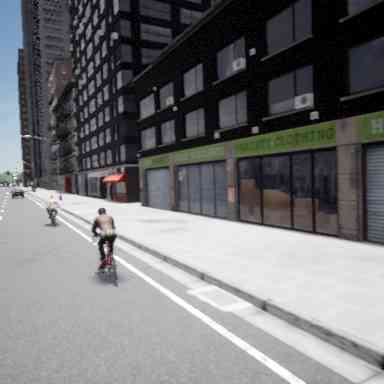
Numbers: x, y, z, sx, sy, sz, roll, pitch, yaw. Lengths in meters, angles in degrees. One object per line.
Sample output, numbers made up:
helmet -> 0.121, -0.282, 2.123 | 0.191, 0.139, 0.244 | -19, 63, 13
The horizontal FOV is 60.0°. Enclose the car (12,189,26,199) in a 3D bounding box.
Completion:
car -> -28.957, 0.261, 55.497 | 1.837, 1.490, 4.892 | -3, 2, -28

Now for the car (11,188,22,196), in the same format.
car -> -37.131, -0.017, 70.305 | 2.033, 1.411, 5.357 | -3, 3, -28

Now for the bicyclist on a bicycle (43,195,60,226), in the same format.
bicyclist on a bicycle -> -7.429, 0.961, 17.673 | 0.866, 1.612, 1.509 | -4, 3, -29

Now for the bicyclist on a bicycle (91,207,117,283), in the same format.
bicyclist on a bicycle -> -2.011, 1.186, 7.690 | 0.582, 1.620, 1.656 | -3, 2, -28
